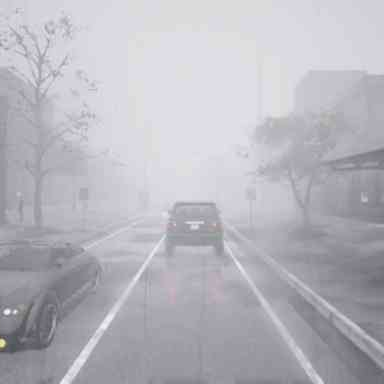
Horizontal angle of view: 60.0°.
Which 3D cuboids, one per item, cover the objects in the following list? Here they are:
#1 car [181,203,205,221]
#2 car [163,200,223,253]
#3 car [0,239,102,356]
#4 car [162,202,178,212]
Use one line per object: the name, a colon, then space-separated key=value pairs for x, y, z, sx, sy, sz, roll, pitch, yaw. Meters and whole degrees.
car: x=0.095 y=1.805 z=31.212 sx=2.128 sy=1.511 sz=4.902 roll=0 pitch=-1 yaw=0
car: x=0.099 y=1.354 z=14.369 sx=2.150 sy=2.045 sz=5.566 roll=0 pitch=-1 yaw=0
car: x=-3.101 y=1.608 z=6.154 sx=1.994 sy=1.385 sz=4.181 roll=0 pitch=-1 yaw=0
car: x=-3.087 y=2.086 z=47.928 sx=1.895 sy=1.301 sz=4.718 roll=0 pitch=-1 yaw=0
